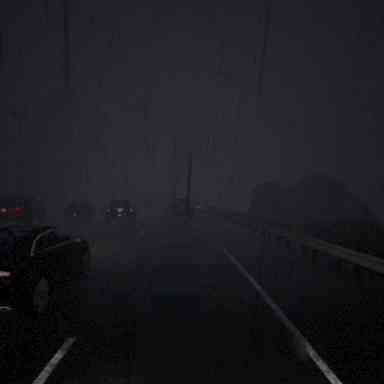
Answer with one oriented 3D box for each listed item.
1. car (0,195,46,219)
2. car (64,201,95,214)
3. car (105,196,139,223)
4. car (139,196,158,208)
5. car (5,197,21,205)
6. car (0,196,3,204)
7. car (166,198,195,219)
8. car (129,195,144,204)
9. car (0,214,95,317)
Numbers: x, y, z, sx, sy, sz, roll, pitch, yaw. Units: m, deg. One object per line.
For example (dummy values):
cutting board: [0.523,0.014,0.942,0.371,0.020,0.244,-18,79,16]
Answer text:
car: [-12.125,1.218,23.528,2.150,2.045,5.566,0,0,-8]
car: [-9.186,1.481,27.480,2.128,1.511,4.902,0,0,-8]
car: [-5.414,1.338,25.759,2.097,1.767,4.553,0,0,-8]
car: [-6.012,1.447,47.416,1.882,1.535,5.008,0,0,-15]
car: [-31.782,1.551,59.124,1.994,1.385,4.181,0,0,-20]
car: [-36.004,1.539,60.426,2.033,1.411,5.357,0,0,-20]
car: [-1.105,1.329,29.035,2.097,1.767,4.553,0,0,-9]
car: [-10.431,1.441,62.272,1.882,1.535,5.008,0,0,-20]
car: [-3.680,1.490,7.391,2.128,1.511,4.902,0,0,-2]
